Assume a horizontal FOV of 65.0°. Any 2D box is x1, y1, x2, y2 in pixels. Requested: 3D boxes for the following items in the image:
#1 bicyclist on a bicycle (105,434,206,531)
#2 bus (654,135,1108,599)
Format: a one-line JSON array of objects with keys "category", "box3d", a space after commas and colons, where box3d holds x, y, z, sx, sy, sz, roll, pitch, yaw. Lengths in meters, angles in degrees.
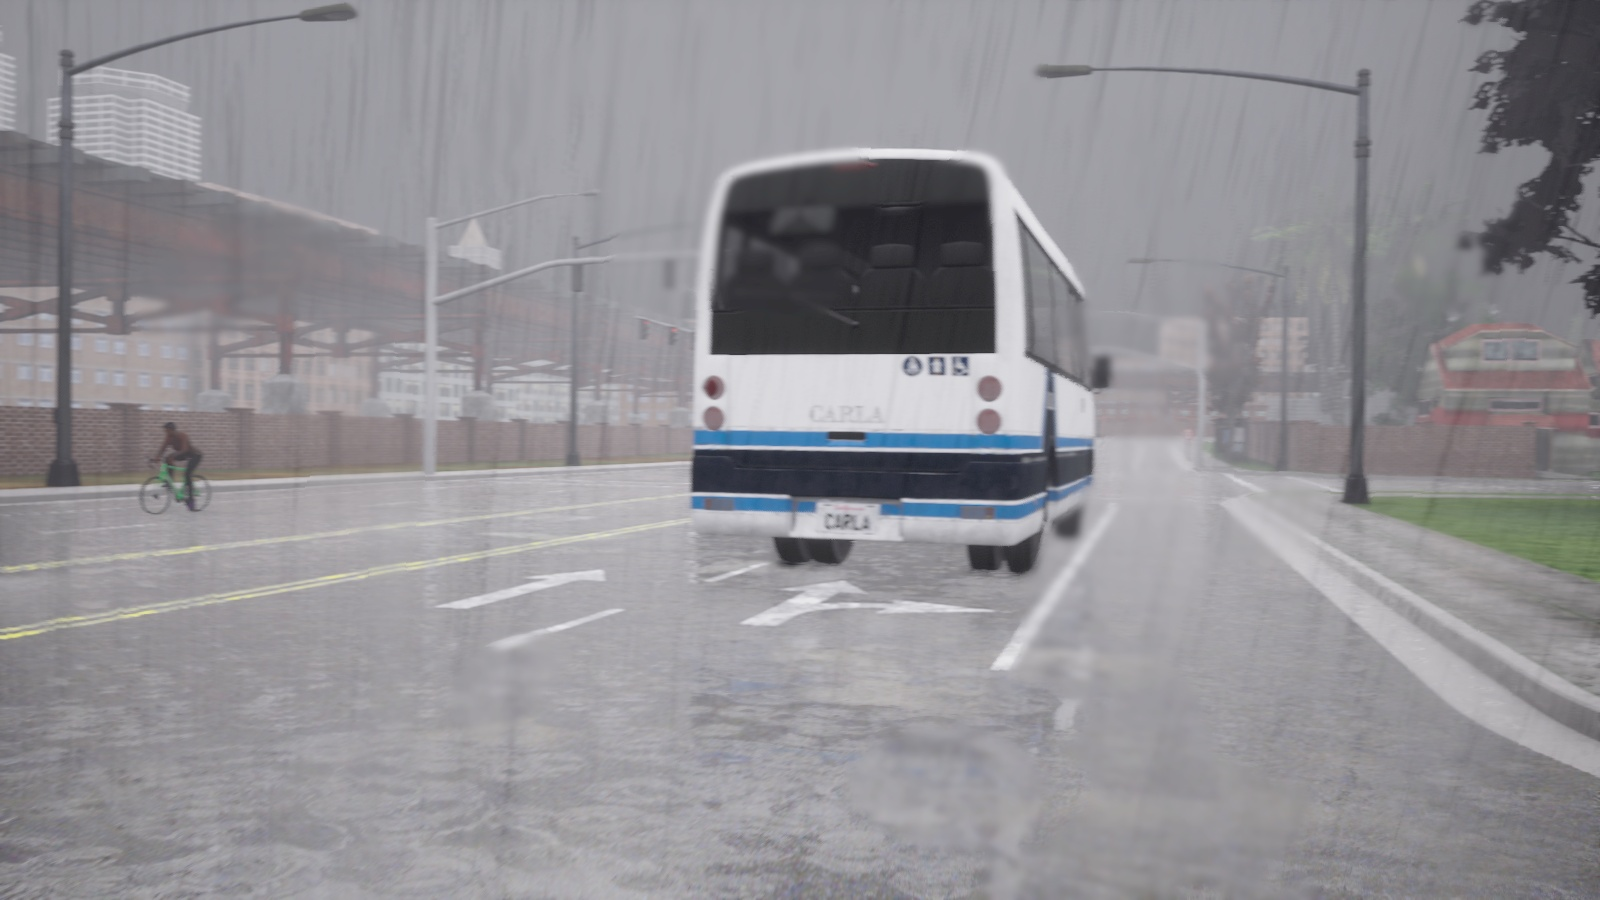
[{"category": "bicyclist on a bicycle", "box3d": [-11.237, 0.536, 21.946, 0.582, 1.620, 1.656, 0, 1, 15]}, {"category": "bus", "box3d": [1.893, -0.809, 16.981, 3.944, 4.253, 10.273, 0, 1, 16]}]
